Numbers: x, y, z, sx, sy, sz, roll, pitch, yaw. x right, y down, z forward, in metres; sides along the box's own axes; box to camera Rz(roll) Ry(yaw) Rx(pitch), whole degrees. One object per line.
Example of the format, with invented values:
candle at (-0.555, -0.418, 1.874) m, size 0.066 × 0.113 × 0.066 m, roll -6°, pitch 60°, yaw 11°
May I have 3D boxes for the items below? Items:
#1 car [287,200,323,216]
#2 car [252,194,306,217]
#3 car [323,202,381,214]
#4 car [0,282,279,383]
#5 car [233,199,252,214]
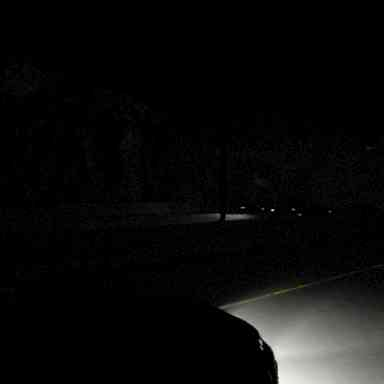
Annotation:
car at (10.752, 1.557, 28.761) m, size 4.718 × 1.301 × 1.895 m, roll 0°, pitch 0°, yaw -35°
car at (8.674, 1.178, 31.580) m, size 5.566 × 2.045 × 2.150 m, roll 0°, pitch 0°, yaw -35°
car at (12.568, 1.558, 25.761) m, size 4.718 × 1.301 × 1.895 m, roll 0°, pitch 0°, yaw -35°
car at (-1.177, 1.562, 2.922) m, size 4.181 × 1.385 × 1.994 m, roll 0°, pitch 0°, yaw -35°
car at (6.429, 1.461, 34.281) m, size 4.892 × 1.490 × 1.837 m, roll 0°, pitch 0°, yaw -35°
